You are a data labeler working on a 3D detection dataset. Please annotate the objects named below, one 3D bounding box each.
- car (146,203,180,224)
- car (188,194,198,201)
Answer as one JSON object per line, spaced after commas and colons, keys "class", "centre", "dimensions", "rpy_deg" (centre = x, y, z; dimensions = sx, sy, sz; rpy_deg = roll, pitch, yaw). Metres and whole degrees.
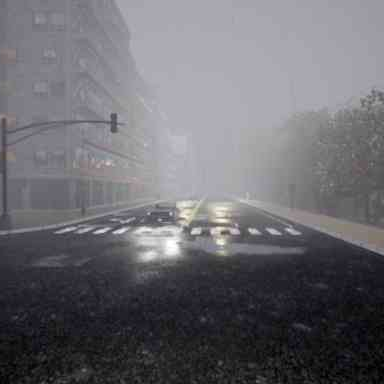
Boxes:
{"class": "car", "centre": [-1.942, 1.440, 23.372], "dimensions": [1.895, 1.301, 4.718], "rpy_deg": [0, 1, 3]}
{"class": "car", "centre": [0.298, 1.055, 66.984], "dimensions": [2.033, 1.411, 5.357], "rpy_deg": [0, 0, 3]}
